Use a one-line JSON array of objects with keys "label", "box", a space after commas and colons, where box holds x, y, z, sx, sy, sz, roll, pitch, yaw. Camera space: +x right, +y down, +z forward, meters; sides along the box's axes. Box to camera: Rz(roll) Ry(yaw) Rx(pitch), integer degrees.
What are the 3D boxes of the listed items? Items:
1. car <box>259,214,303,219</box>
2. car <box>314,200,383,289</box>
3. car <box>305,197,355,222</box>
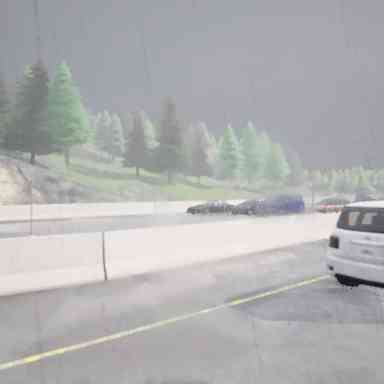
[{"label": "car", "box": [7.616, 1.208, 28.532, 5.566, 2.045, 2.150, 0, 0, -43]}, {"label": "car", "box": [5.485, 1.217, 8.084, 5.566, 2.045, 2.150, 0, 0, -38]}, {"label": "car", "box": [11.387, 1.334, 27.341, 4.553, 1.767, 2.097, 0, 0, -43]}]
